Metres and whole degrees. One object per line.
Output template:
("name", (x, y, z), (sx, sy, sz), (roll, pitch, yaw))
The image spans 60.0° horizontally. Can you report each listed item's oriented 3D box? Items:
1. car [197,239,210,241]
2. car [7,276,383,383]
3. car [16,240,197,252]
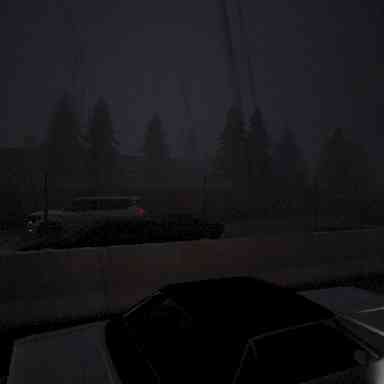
("car", (-1.126, 1.601, 14.156), (4.718, 1.301, 1.895), (0, 0, -24))
("car", (0.773, 1.601, 3.319), (4.718, 1.301, 1.895), (0, 0, -24))
("car", (-2.528, 1.504, 9.765), (4.892, 1.490, 1.837), (0, 0, -24))
